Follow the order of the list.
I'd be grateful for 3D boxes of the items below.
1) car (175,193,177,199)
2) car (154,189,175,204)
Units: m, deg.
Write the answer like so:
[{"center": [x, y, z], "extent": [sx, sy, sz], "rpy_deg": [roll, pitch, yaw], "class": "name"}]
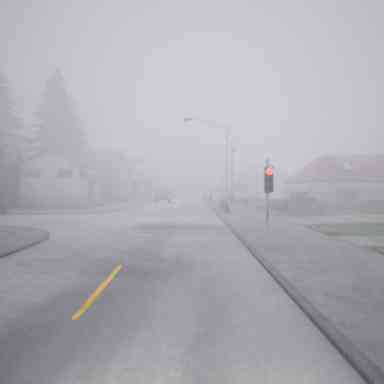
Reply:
[{"center": [-4.015, 0.573, 64.061], "extent": [2.128, 1.511, 4.902], "rpy_deg": [0, 1, 1], "class": "car"}, {"center": [-4.081, 0.538, 47.562], "extent": [2.150, 2.045, 5.566], "rpy_deg": [0, 1, 0], "class": "car"}]
